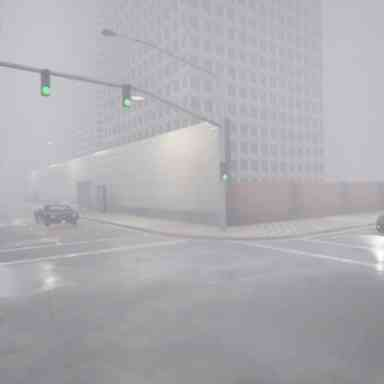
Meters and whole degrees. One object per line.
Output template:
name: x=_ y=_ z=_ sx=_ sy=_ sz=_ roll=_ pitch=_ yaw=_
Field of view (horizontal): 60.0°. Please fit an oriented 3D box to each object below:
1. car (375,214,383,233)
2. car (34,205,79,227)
car: x=10.559 y=1.242 z=15.823 sx=4.181 sy=1.385 sz=1.994 roll=-1 pitch=1 yaw=-36
car: x=-9.032 y=1.483 z=21.888 sx=1.895 sy=1.301 sz=4.718 roll=-1 pitch=1 yaw=-35
